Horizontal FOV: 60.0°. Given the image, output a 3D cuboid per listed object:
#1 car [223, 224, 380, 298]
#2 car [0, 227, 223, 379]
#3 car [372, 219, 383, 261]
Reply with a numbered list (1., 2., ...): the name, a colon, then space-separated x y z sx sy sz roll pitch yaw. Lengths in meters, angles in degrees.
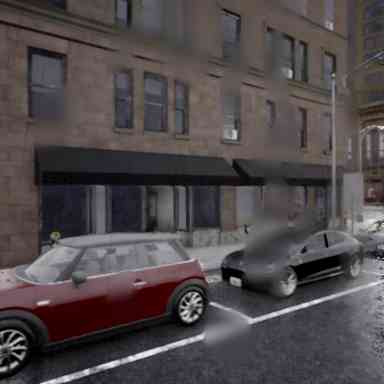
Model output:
1. car: 2.735 1.621 8.620 4.313 1.339 1.947 1 -1 -36
2. car: -1.744 1.452 5.420 4.097 1.590 1.967 1 -1 -36
3. car: 7.214 1.649 11.821 4.403 1.369 2.008 1 -1 -36
